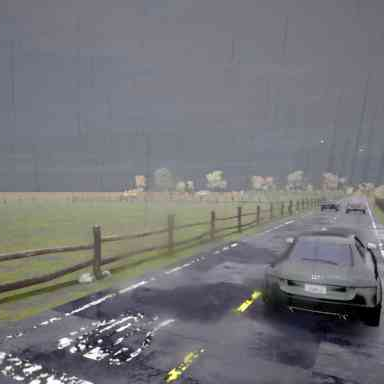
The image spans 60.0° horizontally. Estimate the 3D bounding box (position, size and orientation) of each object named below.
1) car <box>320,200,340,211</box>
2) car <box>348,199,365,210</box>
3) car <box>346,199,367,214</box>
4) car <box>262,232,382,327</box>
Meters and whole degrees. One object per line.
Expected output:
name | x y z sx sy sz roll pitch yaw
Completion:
car | 16.564 1.585 39.790 1.895 1.301 4.718 0 0 27
car | 21.909 1.587 44.175 1.895 1.301 4.718 0 0 27
car | 17.433 1.535 35.337 2.033 1.411 5.357 0 0 27
car | 2.944 1.561 7.248 1.994 1.385 4.181 0 0 27
